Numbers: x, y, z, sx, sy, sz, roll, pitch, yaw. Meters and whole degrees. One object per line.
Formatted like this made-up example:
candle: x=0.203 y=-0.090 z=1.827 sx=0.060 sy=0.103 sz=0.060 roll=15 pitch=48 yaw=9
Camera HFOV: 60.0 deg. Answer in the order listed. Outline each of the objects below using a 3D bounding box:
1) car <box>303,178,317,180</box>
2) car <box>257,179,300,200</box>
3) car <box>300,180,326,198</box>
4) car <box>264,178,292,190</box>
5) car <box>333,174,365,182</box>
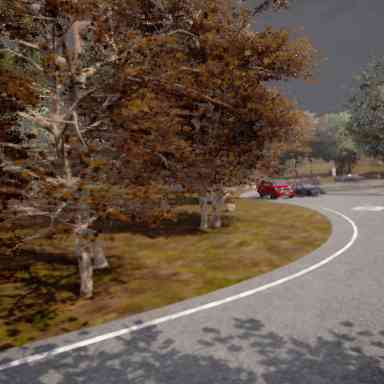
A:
car: x=19.523 y=-1.643 z=56.008 sx=4.181 sy=1.385 sz=1.994 roll=-6 pitch=3 yaw=-31
car: x=8.910 y=-0.332 z=35.931 sx=2.150 sy=2.045 sz=5.566 roll=-5 pitch=3 yaw=-12
car: x=12.096 y=-0.219 z=36.094 sx=2.033 sy=1.411 sz=5.357 roll=-5 pitch=3 yaw=-16
car: x=14.597 y=-1.366 z=56.086 sx=4.902 sy=1.511 sz=2.128 roll=-7 pitch=4 yaw=-43
car: x=29.415 y=-2.605 z=62.419 sx=5.357 sy=1.411 sz=2.033 roll=-3 pitch=3 yaw=-3
